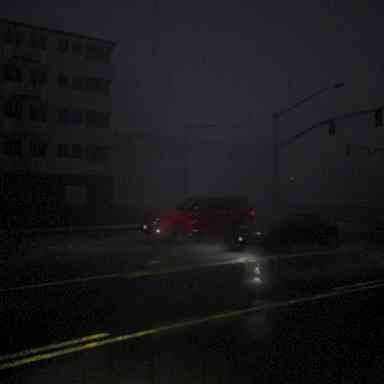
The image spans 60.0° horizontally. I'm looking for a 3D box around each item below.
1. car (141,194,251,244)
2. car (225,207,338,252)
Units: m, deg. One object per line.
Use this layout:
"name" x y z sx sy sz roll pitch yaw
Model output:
"car" 0.414 1.207 15.882 5.566 2.045 2.150 0 0 -27
"car" 3.956 1.524 13.754 4.674 1.442 1.812 0 0 -26
